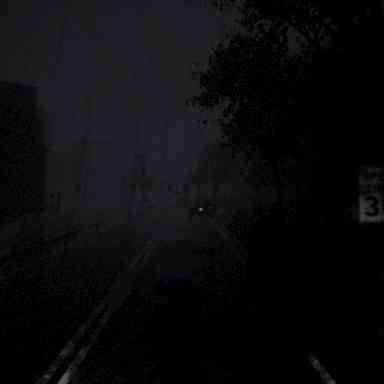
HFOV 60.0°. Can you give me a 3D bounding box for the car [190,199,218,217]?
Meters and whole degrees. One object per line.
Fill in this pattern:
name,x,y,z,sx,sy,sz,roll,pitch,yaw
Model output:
car,1.047,1.283,28.588,1.994,1.385,4.181,0,2,10
